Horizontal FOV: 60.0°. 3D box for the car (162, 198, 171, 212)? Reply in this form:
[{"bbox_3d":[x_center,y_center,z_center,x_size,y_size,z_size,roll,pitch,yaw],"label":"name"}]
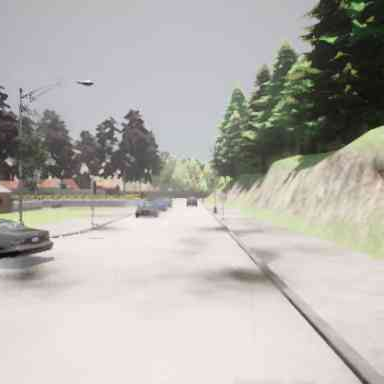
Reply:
[{"bbox_3d":[-4.061,1.612,41.228,1.882,1.535,5.008,0,0,1],"label":"car"}]

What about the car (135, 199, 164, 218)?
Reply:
[{"bbox_3d":[-4.093,1.666,31.224,1.994,1.385,4.181,0,0,0],"label":"car"}]

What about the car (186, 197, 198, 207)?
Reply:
[{"bbox_3d":[0.006,1.673,55.861,2.128,1.511,4.902,0,0,0],"label":"car"}]

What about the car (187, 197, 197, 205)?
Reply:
[{"bbox_3d":[0.007,1.741,66.221,1.812,1.442,4.674,0,0,0],"label":"car"}]

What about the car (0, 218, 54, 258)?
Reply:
[{"bbox_3d":[-7.486,1.585,11.398,5.357,1.411,2.033,0,0,15],"label":"car"}]

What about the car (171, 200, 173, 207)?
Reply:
[{"bbox_3d":[-3.995,1.658,51.319,2.128,1.511,4.902,0,0,0],"label":"car"}]
